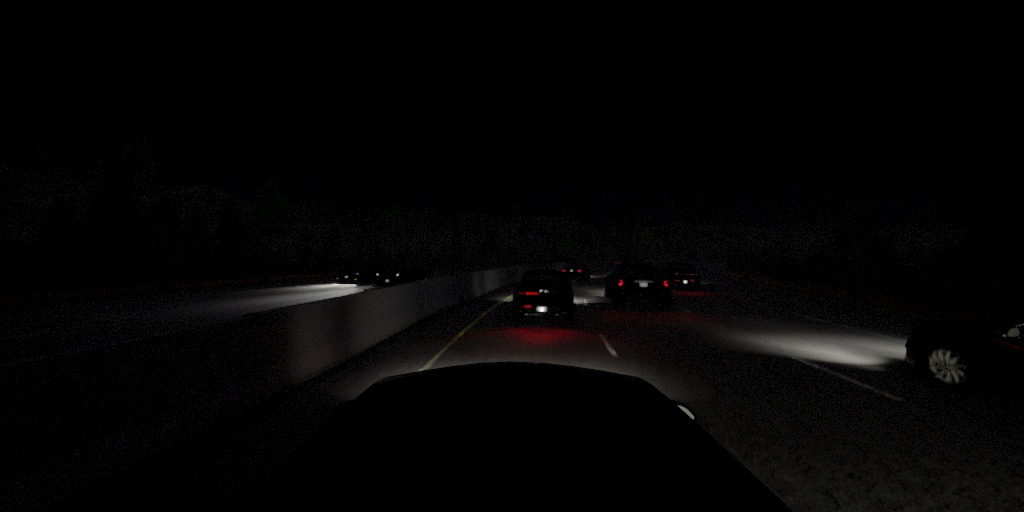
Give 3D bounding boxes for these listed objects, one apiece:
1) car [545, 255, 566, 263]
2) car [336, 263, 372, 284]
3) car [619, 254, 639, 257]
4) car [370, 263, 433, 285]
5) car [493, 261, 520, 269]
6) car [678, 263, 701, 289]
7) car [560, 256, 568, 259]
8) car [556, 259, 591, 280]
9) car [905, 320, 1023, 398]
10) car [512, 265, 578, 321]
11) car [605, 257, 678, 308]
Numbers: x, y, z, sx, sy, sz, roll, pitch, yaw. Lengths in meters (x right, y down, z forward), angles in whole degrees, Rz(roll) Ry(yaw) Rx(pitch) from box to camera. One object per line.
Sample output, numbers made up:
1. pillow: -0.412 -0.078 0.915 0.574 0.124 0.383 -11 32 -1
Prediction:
1. car: 8.026 0.849 64.091 2.150 2.045 5.566 0 0 37
2. car: -10.571 1.204 25.872 1.994 1.385 4.181 0 0 15
3. car: 12.525 0.851 38.007 2.150 2.045 5.566 0 0 25
4. car: -7.319 1.249 24.688 1.895 1.301 4.718 0 0 14
5. car: -0.352 1.197 34.953 1.994 1.385 4.181 0 0 21
6. car: 10.395 1.184 22.499 1.837 1.490 4.892 0 0 15
7. car: 10.934 1.173 62.163 2.033 1.411 5.357 0 0 37
8. car: 5.473 1.195 30.238 2.033 1.411 5.357 0 0 20
9. car: 7.317 1.271 3.834 1.837 1.490 4.892 0 0 3
10. car: 1.134 1.213 12.346 1.837 1.490 4.892 0 0 7
11. car: 5.134 1.058 15.111 2.097 1.767 4.553 0 0 10
